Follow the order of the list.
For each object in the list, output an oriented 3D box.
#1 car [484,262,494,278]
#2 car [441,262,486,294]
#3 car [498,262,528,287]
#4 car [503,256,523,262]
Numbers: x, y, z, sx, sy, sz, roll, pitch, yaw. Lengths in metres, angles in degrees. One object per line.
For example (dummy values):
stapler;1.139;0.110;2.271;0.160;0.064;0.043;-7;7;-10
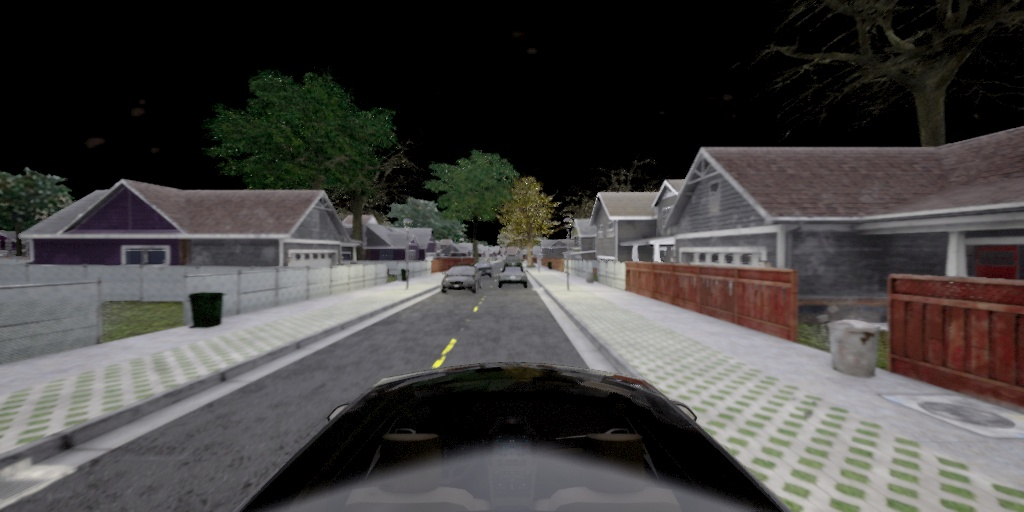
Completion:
car;-2.734;1.325;34.814;2.033;1.411;5.357;0;0;1
car;-2.763;1.266;20.423;1.837;1.490;4.892;0;-1;1
car;0.078;1.329;24.853;1.994;1.385;4.181;0;0;1
car;0.137;1.012;43.298;2.150;2.045;5.566;0;0;0
